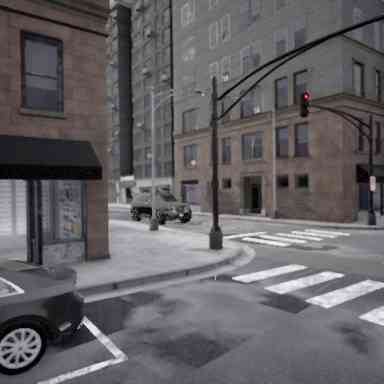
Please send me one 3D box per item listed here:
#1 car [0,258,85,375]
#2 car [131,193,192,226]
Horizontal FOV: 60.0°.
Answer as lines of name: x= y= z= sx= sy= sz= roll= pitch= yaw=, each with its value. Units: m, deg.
car: x=-3.582 y=1.562 z=3.978 sx=4.403 sy=1.369 sz=2.008 roll=-1 pitch=1 yaw=-36
car: x=-2.255 y=1.066 z=22.718 sx=2.150 sy=2.045 sz=5.566 roll=-1 pitch=1 yaw=-35
